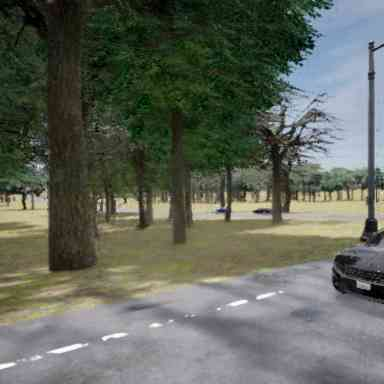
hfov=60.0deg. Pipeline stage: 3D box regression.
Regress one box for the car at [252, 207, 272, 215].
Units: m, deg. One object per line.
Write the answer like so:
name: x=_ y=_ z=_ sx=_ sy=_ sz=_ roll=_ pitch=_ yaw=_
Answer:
car: x=14.530 y=3.915 z=68.813 sx=1.882 sy=1.535 sz=5.008 roll=-1 pitch=-2 yaw=-35

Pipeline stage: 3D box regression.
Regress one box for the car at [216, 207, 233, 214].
car: x=7.639 y=4.298 z=78.744 sx=1.882 sy=1.535 sz=5.008 roll=-1 pitch=-1 yaw=-35

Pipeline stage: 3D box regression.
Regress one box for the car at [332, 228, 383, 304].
car: x=5.226 y=1.473 z=7.659 sx=5.008 sy=1.535 sz=1.882 roll=0 pitch=0 yaw=-36
